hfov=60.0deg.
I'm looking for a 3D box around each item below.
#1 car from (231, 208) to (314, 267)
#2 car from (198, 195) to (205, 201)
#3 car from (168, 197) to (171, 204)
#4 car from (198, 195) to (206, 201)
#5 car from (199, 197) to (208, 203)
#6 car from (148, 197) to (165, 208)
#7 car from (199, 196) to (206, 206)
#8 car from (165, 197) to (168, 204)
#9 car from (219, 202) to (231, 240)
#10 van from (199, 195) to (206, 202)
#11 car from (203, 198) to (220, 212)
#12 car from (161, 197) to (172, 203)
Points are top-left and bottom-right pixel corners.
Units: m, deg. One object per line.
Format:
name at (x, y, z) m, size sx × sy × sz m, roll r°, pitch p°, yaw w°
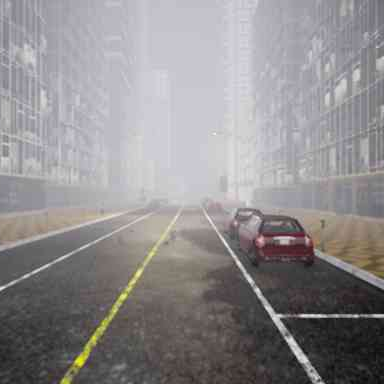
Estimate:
car at (2.694, 1.487, 11.612) m, size 1.967 × 1.590 × 4.097 m, roll 0°, pitch 0°, yaw 0°
car at (2.703, 1.793, 68.534) m, size 1.947 × 1.339 × 4.313 m, roll 0°, pitch 0°, yaw 0°
car at (-5.678, 1.772, 68.544) m, size 1.887 × 1.381 × 4.507 m, roll 0°, pitch 0°, yaw 0°
car at (2.707, 1.717, 91.304) m, size 1.967 × 1.590 × 4.097 m, roll 0°, pitch 0°, yaw 0°
car at (2.705, 1.820, 79.918) m, size 1.947 × 1.339 × 4.313 m, roll 0°, pitch 0°, yaw 0°
car at (-5.680, 1.727, 51.465) m, size 1.887 × 1.381 × 4.507 m, roll 0°, pitch 0°, yaw 0°
car at (2.701, 1.763, 57.150) m, size 1.947 × 1.339 × 4.313 m, roll 0°, pitch 0°, yaw 0°
car at (-5.680, 1.780, 57.159) m, size 1.802 × 1.307 × 4.206 m, roll 0°, pitch 0°, yaw 0°
car at (2.694, 1.508, 17.304) m, size 1.967 × 1.590 × 4.097 m, roll 0°, pitch 0°, yaw 0°
van at (2.706, 1.607, 85.613) m, size 1.690 × 1.788 × 3.998 m, roll 0°, pitch 0°, yaw 0°
car at (2.698, 1.693, 40.073) m, size 1.887 × 1.381 × 4.507 m, roll 0°, pitch 0°, yaw 0°
car at (-5.677, 1.807, 74.236) m, size 1.947 × 1.339 × 4.313 m, roll 0°, pitch 0°, yaw 0°
